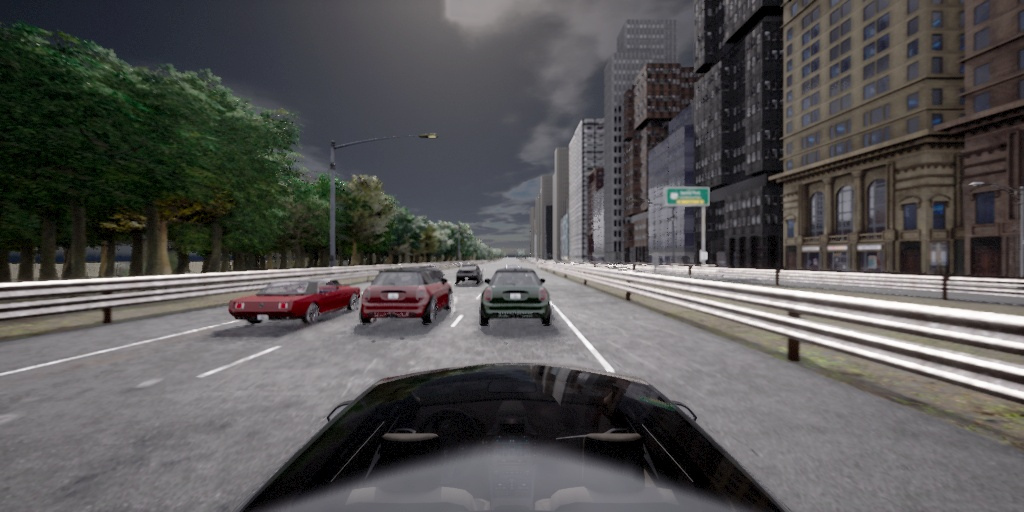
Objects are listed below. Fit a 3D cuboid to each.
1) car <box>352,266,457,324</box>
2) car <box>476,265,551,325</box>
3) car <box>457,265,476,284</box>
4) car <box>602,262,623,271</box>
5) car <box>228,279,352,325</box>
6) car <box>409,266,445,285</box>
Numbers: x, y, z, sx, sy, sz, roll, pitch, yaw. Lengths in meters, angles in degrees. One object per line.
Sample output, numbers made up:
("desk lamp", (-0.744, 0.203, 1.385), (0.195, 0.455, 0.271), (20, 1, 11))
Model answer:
("car", (-3.397, 1.179, 12.393), (2.097, 1.767, 4.553), (0, 0, 0))
("car", (0.103, 1.178, 12.328), (2.097, 1.767, 4.553), (0, 0, 0))
("car", (-3.387, 1.455, 29.202), (1.837, 1.490, 4.892), (0, 0, 0))
("car", (16.932, 1.826, 60.472), (1.837, 1.490, 4.892), (0, 0, -18))
("car", (-6.898, 1.426, 12.156), (1.895, 1.301, 4.718), (0, 0, 0))
("car", (-6.887, 1.517, 29.604), (1.994, 1.385, 4.181), (0, 0, 0))
